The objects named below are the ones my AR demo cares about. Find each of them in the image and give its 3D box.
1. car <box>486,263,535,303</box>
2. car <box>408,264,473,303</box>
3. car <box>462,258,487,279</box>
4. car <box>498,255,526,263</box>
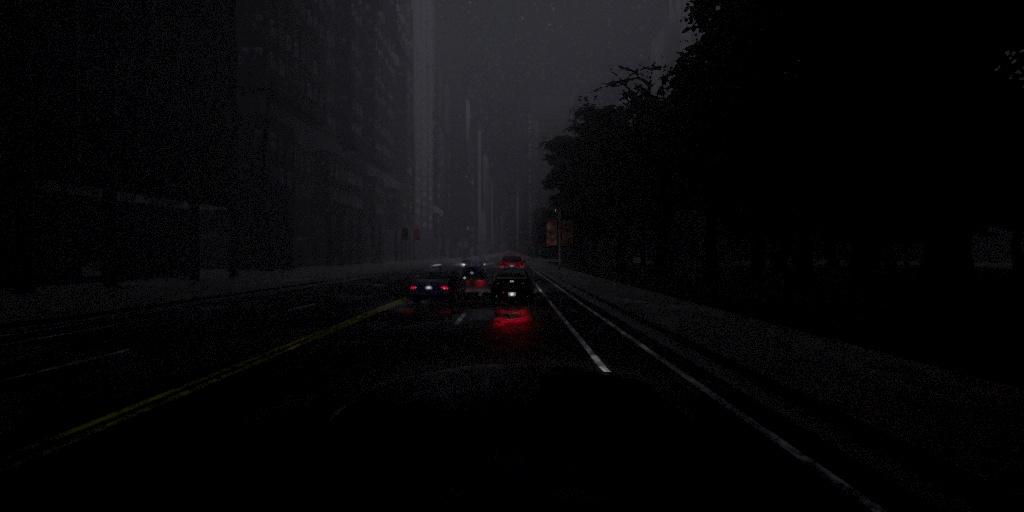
[{"bbox_3d":[0.000,1.236,16.499,1.837,1.490,4.892,0,0,0],"label":"car"},{"bbox_3d":[-3.250,1.283,16.499,2.033,1.411,5.357,0,0,0],"label":"car"},{"bbox_3d":[-3.250,1.188,31.498,1.812,1.442,4.674,0,0,0],"label":"car"},{"bbox_3d":[0.000,0.912,31.526,2.150,2.045,5.566,0,0,0],"label":"car"}]
